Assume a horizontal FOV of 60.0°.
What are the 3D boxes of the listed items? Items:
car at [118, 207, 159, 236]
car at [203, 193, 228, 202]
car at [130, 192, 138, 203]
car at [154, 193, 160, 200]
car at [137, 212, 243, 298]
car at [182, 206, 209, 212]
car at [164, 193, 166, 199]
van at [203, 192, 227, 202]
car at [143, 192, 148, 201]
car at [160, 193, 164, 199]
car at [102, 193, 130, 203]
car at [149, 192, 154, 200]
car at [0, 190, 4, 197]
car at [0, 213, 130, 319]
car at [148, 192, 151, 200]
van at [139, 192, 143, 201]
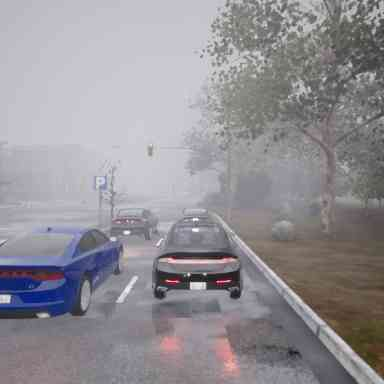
[{"bbox_3d":[-2.829,1.529,16.991,1.837,1.490,4.892,0,0,1],"label":"car"},{"bbox_3d":[4.699,1.139,67.339,4.553,1.767,2.185,1,0,-14],"label":"car"},{"bbox_3d":[-13.768,1.313,64.775,5.366,1.575,1.946,-1,0,-15],"label":"car"},{"bbox_3d":[-11.412,1.354,85.716,4.674,1.452,2.002,-1,0,-12],"label":"car"},{"bbox_3d":[0.116,1.502,8.494,2.128,1.511,4.902,0,0,0],"label":"car"},{"bbox_3d":[0.181,1.530,17.906,1.837,1.490,4.892,0,0,0],"label":"car"},{"bbox_3d":[-10.537,1.313,91.701,5.008,1.535,2.097,-1,0,-12],"label":"car"},{"bbox_3d":[4.314,1.040,64.369,4.442,1.987,1.878,1,0,-14],"label":"van"},{"bbox_3d":[-12.977,1.319,73.738,4.892,1.521,2.231,-1,0,-14],"label":"car"},{"bbox_3d":[-10.960,1.062,88.722,5.566,2.045,2.435,-1,0,-12],"label":"car"},{"bbox_3d":[-14.415,1.356,61.784,4.792,1.488,2.163,-1,0,-15],"label":"car"},{"bbox_3d":[-12.230,1.356,79.735,4.674,1.452,2.002,-1,0,-13],"label":"car"},{"bbox_3d":[-31.140,0.135,52.660,2.002,1.452,4.674,6,-3,-19],"label":"car"},{"bbox_3d":[-2.888,1.487,7.560,1.882,1.535,5.008,0,0,0],"label":"car"},{"bbox_3d":[-12.603,1.357,76.733,4.674,1.452,2.002,-1,0,-13],"label":"car"},{"bbox_3d":[-13.207,1.090,70.767,4.442,1.987,1.878,-1,0,-14],"label":"van"}]
